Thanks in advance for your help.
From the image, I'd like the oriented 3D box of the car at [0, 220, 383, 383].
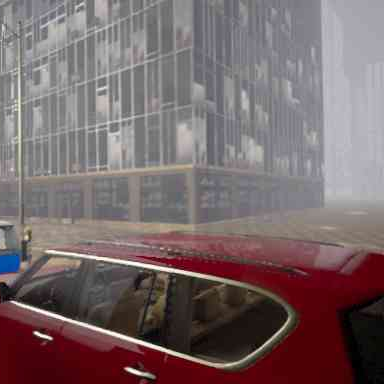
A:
[{"bbox_3d":[-0.508,1.315,3.262,5.009,1.841,2.192,0,-1,36],"label":"car"}]
